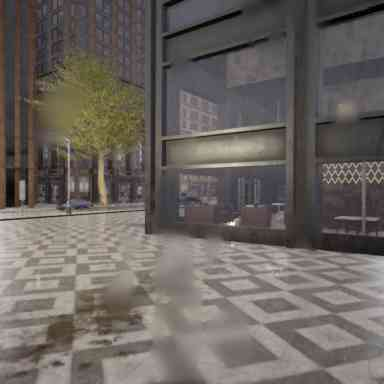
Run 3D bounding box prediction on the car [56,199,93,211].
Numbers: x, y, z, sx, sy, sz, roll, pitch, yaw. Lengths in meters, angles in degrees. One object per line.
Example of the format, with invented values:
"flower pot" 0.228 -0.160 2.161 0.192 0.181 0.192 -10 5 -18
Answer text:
"car" -13.702 1.466 38.937 1.994 1.385 4.181 0 0 36
